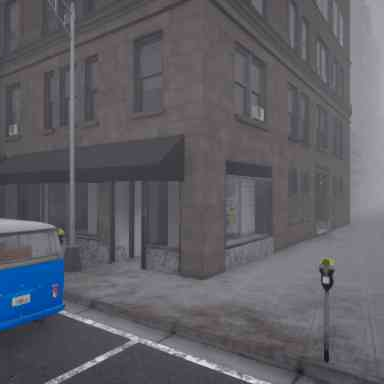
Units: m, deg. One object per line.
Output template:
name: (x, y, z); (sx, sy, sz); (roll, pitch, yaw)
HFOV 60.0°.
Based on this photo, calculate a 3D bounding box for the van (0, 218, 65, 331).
van: (-3.995, 1.340, 5.926); (3.998, 1.788, 1.690); (0, 0, 35)
